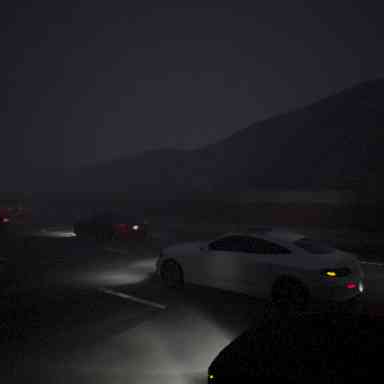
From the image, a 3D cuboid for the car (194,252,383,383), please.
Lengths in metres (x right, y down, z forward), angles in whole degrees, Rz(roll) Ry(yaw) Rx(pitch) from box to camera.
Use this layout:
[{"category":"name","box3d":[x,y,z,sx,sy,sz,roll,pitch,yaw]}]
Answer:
[{"category":"car","box3d":[2.667,1.552,2.119,5.357,1.411,2.033,0,0,36]}]

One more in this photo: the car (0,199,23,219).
[{"category":"car","box3d":[-16.299,1.407,28.696,2.097,1.767,4.553,0,0,-44]}]

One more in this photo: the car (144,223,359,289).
[{"category":"car","box3d":[1.289,1.541,7.550,4.674,1.442,1.812,0,0,37]}]

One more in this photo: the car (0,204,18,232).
[{"category":"car","box3d":[-12.288,1.584,19.423,2.033,1.411,5.357,0,0,-45]}]

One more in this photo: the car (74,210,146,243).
[{"category":"car","box3d":[-4.076,1.596,16.532,4.181,1.385,1.994,0,0,42]}]
